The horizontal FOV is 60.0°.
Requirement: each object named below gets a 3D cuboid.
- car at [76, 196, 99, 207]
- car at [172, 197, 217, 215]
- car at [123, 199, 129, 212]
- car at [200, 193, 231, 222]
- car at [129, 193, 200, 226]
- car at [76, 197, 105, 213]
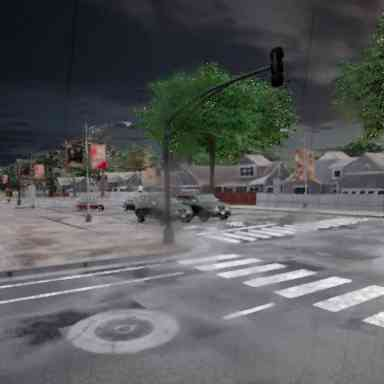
[{"bbox_3d":[-15.242,1.387,48.317,1.994,1.385,4.181,-2,1,-35],"label":"car"},{"bbox_3d":[0.175,1.266,32.368,1.837,1.490,4.892,-2,1,-35],"label":"car"},{"bbox_3d":[-5.566,1.352,34.536,2.128,1.511,4.902,-2,2,-35],"label":"car"},{"bbox_3d":[0.624,1.111,25.785,2.150,2.045,5.566,-2,1,-35],"label":"car"},{"bbox_3d":[-2.153,1.216,24.083,2.150,2.045,5.566,-2,2,-35],"label":"car"},{"bbox_3d":[-11.356,1.556,37.099,1.895,1.301,4.718,-2,1,-35],"label":"car"}]
